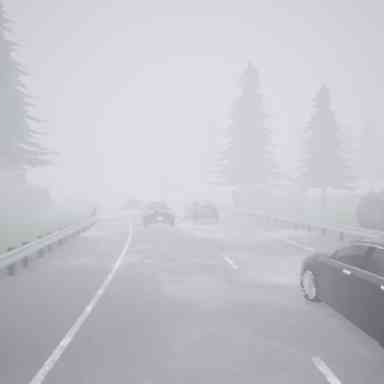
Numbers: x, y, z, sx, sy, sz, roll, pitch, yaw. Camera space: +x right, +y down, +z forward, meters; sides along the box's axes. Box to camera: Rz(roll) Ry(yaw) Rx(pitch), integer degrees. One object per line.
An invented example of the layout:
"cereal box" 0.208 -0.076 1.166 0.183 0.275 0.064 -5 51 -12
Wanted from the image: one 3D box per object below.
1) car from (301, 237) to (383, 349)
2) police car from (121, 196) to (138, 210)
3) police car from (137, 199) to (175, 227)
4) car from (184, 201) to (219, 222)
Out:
"car" 3.314 1.472 5.242 1.837 1.490 4.892 0 0 -2
"police car" -7.467 1.282 40.457 1.930 1.638 5.238 0 0 -19
"police car" -2.384 1.419 22.411 2.038 1.542 4.974 0 0 -11
"car" 0.640 1.386 25.095 2.128 1.511 4.902 0 0 -12
